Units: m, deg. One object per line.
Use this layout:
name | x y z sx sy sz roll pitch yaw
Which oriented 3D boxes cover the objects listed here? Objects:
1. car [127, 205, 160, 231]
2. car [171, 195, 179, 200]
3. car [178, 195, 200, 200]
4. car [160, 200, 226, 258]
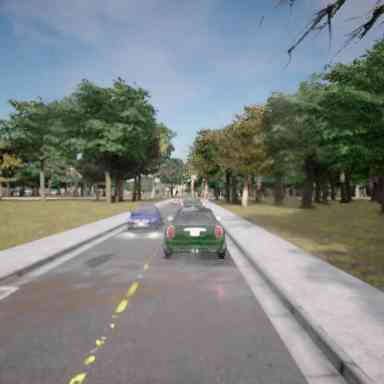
car | -2.850 1.545 20.965 1.812 1.442 4.674 0 0 0
car | -2.779 1.415 63.018 2.097 1.767 4.553 0 0 1
car | 0.098 1.379 29.129 2.097 1.767 4.553 0 0 0
car | 0.097 1.364 12.933 2.097 1.767 4.553 0 0 0
